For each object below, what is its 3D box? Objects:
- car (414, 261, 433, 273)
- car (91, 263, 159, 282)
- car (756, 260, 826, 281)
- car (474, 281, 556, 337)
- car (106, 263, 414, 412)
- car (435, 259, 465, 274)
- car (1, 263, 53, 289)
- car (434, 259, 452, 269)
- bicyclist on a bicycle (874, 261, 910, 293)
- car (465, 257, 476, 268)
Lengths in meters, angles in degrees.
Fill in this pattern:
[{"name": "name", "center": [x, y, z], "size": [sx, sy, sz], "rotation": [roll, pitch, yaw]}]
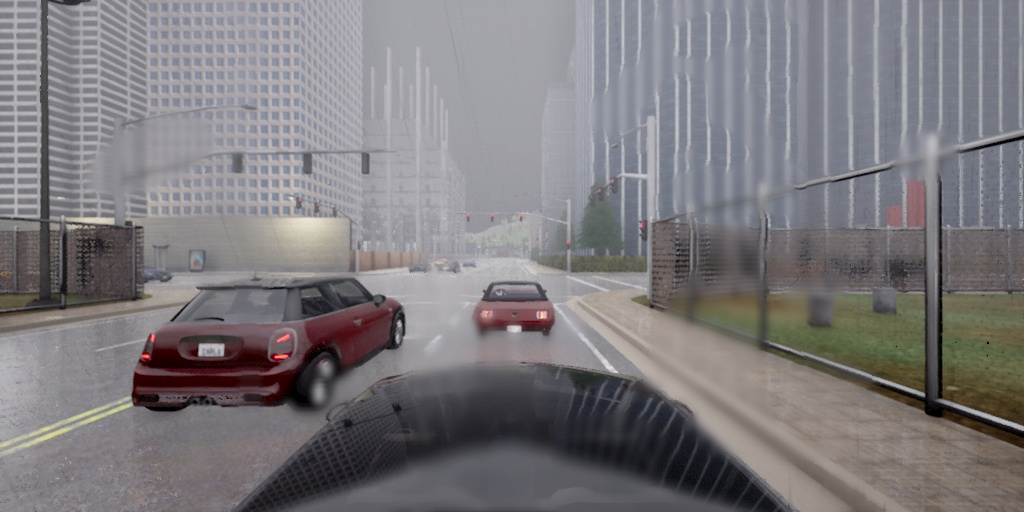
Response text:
[{"name": "car", "center": [-10.603, 1.299, 41.934], "size": [1.994, 1.385, 4.181], "rotation": [0, 0, 0]}, {"name": "car", "center": [-26.674, 1.212, 25.151], "size": [4.674, 1.442, 1.812], "rotation": [0, 0, 0]}, {"name": "car", "center": [22.264, 1.037, 28.757], "size": [4.553, 1.767, 2.097], "rotation": [0, 0, 0]}, {"name": "car", "center": [0.077, 1.348, 10.257], "size": [1.895, 1.301, 4.718], "rotation": [0, 0, 0]}, {"name": "car", "center": [-3.443, 1.100, 6.251], "size": [2.097, 1.767, 4.553], "rotation": [0, 0, 0]}, {"name": "car", "center": [-7.104, 1.226, 41.156], "size": [2.128, 1.511, 4.902], "rotation": [0, 0, 0]}, {"name": "car", "center": [-30.978, 1.164, 21.659], "size": [5.008, 1.535, 1.882], "rotation": [0, 0, 0]}, {"name": "car", "center": [-10.596, 1.207, 55.262], "size": [1.882, 1.535, 5.008], "rotation": [0, 0, 0]}, {"name": "bicyclist on a bicycle", "center": [18.800, 0.989, 17.781], "size": [0.582, 1.620, 1.656], "rotation": [0, 0, 0]}, {"name": "car", "center": [-7.079, 1.253, 59.792], "size": [1.812, 1.442, 4.674], "rotation": [0, 0, 0]}]
